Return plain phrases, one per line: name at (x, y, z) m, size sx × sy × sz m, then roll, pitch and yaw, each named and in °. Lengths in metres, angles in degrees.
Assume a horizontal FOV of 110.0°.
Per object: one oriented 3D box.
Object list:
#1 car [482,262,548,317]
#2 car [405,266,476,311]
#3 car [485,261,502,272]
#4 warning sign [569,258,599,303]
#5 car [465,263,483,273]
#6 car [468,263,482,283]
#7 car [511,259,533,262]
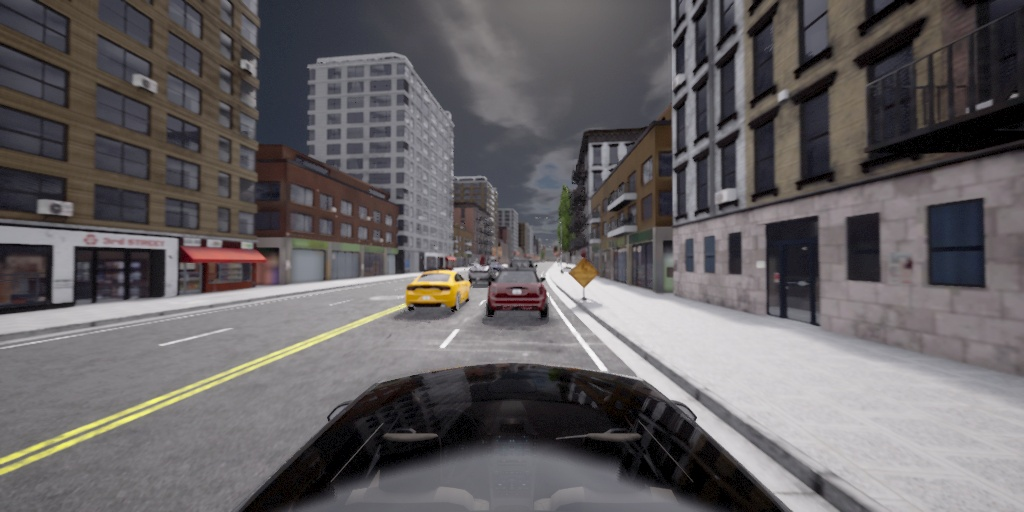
car at (0.249, 1.222, 13.975) m, size 2.097 × 1.767 × 4.553 m, roll 0°, pitch -1°, yaw 2°
car at (-2.955, 1.360, 15.258) m, size 1.882 × 1.535 × 5.008 m, roll 0°, pitch 0°, yaw 2°
car at (-3.038, 1.766, 59.328) m, size 2.097 × 1.767 × 4.553 m, roll 0°, pitch -1°, yaw 7°
warning sign at (3.072, 1.001, 15.251) m, size 1.300 × 1.860 × 1.060 m, roll 0°, pitch 0°, yaw 2°
car at (-6.275, 1.942, 59.614) m, size 1.812 × 1.442 × 4.674 m, roll 0°, pitch -1°, yaw 7°
car at (-2.355, 1.527, 29.052) m, size 2.128 × 1.511 × 4.902 m, roll 0°, pitch -1°, yaw 4°
car at (0.815, 1.246, 27.824) m, size 2.150 × 2.045 × 5.566 m, roll 0°, pitch 0°, yaw 4°
